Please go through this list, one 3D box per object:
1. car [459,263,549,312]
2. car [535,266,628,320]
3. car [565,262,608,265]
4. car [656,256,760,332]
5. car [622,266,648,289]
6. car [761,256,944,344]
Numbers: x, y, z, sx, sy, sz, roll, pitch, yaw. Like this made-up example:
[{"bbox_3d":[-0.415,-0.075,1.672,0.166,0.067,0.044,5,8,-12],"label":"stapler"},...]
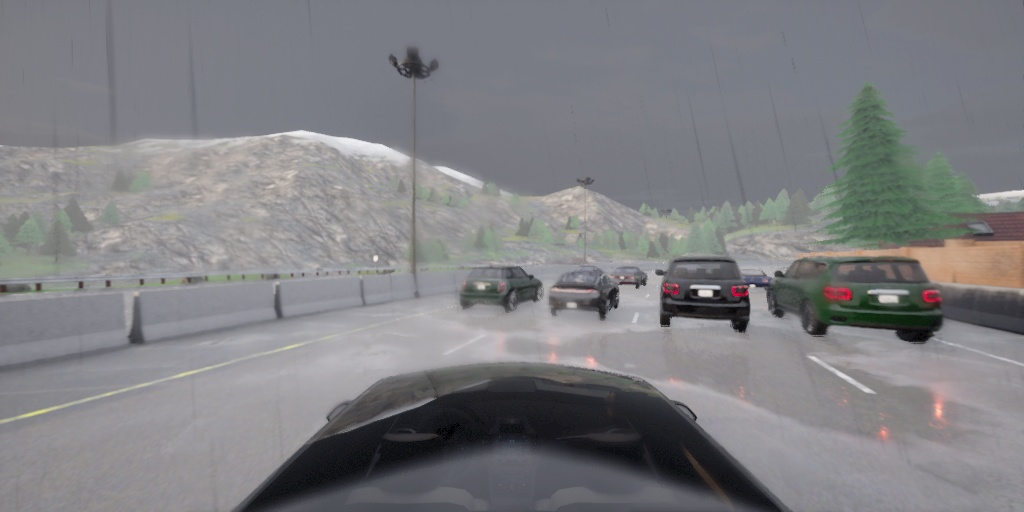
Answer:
[{"bbox_3d":[-0.262,1.157,14.843,2.097,1.767,4.553,0,0,23],"label":"car"},{"bbox_3d":[2.732,1.292,12.960,2.128,1.511,4.902,0,-1,23],"label":"car"},{"bbox_3d":[6.018,1.439,28.188,1.994,1.385,4.181,0,0,29],"label":"car"},{"bbox_3d":[5.886,1.026,11.456,2.150,2.045,5.566,0,0,23],"label":"car"},{"bbox_3d":[8.040,1.411,24.596,2.033,1.411,5.357,0,0,28],"label":"car"},{"bbox_3d":[9.150,1.027,10.193,2.150,2.045,5.566,0,0,23],"label":"car"}]
